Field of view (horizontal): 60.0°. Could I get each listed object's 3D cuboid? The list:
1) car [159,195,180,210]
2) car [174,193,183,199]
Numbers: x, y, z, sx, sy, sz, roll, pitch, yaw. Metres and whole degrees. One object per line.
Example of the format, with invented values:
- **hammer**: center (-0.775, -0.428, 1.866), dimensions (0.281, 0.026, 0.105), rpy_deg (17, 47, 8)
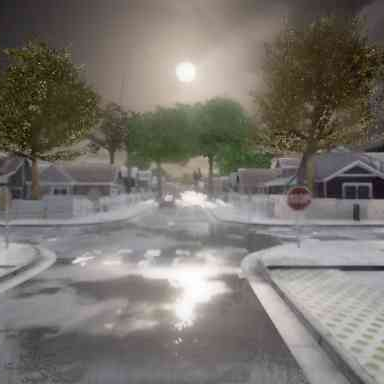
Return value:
- **car**: center (-2.744, 1.337, 38.171), dimensions (1.895, 1.301, 4.718), rpy_deg (0, 0, 0)
- **car**: center (-2.739, 0.882, 63.961), dimensions (1.882, 1.535, 5.008), rpy_deg (0, 0, 0)
